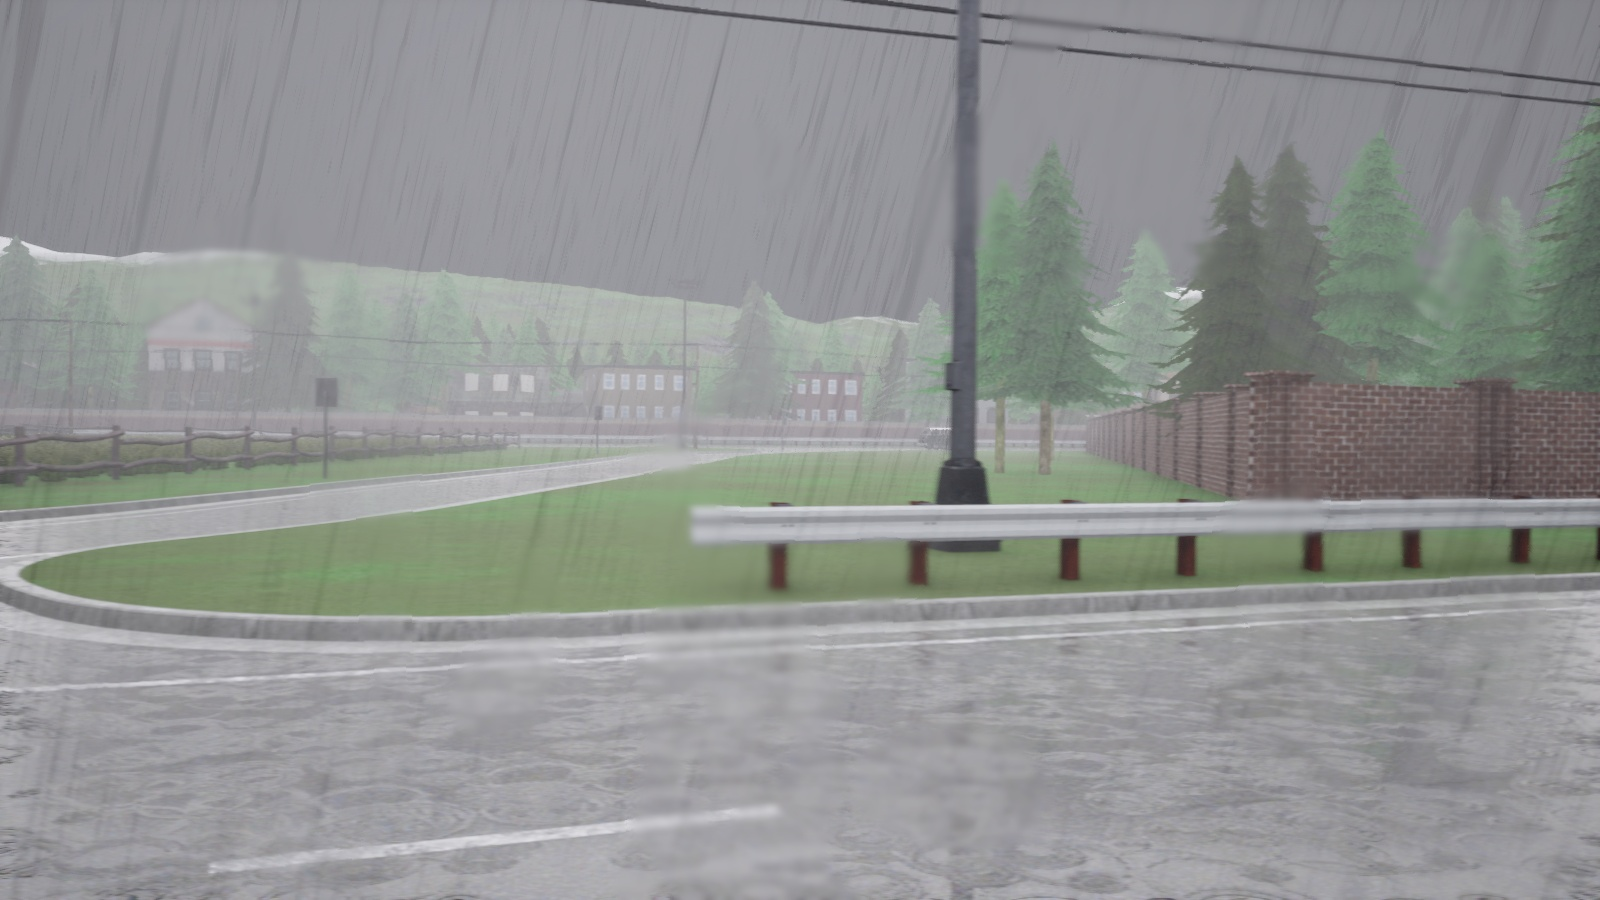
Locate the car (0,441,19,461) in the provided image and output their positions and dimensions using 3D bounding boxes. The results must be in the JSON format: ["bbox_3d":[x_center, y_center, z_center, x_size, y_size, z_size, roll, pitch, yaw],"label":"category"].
[{"bbox_3d":[-54.037,0.103,82.124,4.718,1.301,1.895,-1,1,-21],"label":"car"}]
